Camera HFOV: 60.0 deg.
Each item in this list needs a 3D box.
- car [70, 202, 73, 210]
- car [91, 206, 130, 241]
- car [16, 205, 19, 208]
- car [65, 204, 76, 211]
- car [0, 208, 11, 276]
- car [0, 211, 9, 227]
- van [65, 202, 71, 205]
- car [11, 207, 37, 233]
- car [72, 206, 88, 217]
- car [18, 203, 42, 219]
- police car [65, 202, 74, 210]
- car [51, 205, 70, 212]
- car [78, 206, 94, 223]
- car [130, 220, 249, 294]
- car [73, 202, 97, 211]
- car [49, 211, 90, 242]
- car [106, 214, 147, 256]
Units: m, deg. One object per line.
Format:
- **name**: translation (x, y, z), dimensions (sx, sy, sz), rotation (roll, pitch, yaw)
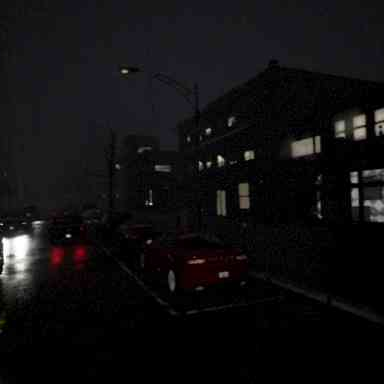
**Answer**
- **car**: translation (-12.997, 2.244, 39.796), dimensions (2.192, 1.841, 5.009), rotation (0, -1, -23)
- **car**: translation (-4.457, 1.832, 19.323), dimensions (1.967, 1.590, 4.097), rotation (0, -1, -23)
- **car**: translation (-22.861, 2.722, 41.679), dimensions (1.887, 1.381, 4.507), rotation (0, -1, -23)
- **car**: translation (-25.804, 3.268, 70.496), dimensions (1.947, 1.339, 4.313), rotation (0, -1, -23)
- **car**: translation (-6.115, 1.458, 8.226), dimensions (2.150, 2.045, 5.566), rotation (-1, -1, -23)
- **car**: translation (-18.591, 2.496, 31.442), dimensions (1.802, 1.307, 4.206), rotation (0, -1, -23)
- **van**: translation (-23.671, 2.916, 65.383), dimensions (1.690, 1.788, 3.998), rotation (0, -1, -23)
- **car**: translation (-12.658, 2.146, 23.937), dimensions (2.128, 1.511, 4.902), rotation (-1, -1, -23)
- **car**: translation (-15.195, 2.590, 45.067), dimensions (1.752, 1.417, 4.829), rotation (0, -1, -23)
- **car**: translation (-18.973, 2.359, 39.309), dimensions (1.837, 1.490, 4.892), rotation (-1, -1, -23)
- **police car**: translation (-29.608, 3.364, 80.386), dimensions (1.930, 1.638, 5.238), rotation (-1, -1, -23)
- **car**: translation (-16.389, 2.627, 41.121), dimensions (1.895, 1.301, 4.718), rotation (-1, -1, -22)
- **car**: translation (-8.724, 2.214, 29.555), dimensions (2.008, 1.369, 4.403), rotation (0, -1, -23)
- **car**: translation (-0.186, 1.663, 9.085), dimensions (1.887, 1.381, 4.507), rotation (0, -1, -23)
- **car**: translation (-10.861, 2.112, 34.677), dimensions (2.192, 1.841, 5.009), rotation (0, -1, -23)
- **car**: translation (-7.348, 2.061, 19.513), dimensions (1.895, 1.301, 4.718), rotation (-1, -1, -23)
- **car**: translation (-2.320, 1.837, 14.200), dimensions (1.802, 1.307, 4.206), rotation (0, -1, -23)
